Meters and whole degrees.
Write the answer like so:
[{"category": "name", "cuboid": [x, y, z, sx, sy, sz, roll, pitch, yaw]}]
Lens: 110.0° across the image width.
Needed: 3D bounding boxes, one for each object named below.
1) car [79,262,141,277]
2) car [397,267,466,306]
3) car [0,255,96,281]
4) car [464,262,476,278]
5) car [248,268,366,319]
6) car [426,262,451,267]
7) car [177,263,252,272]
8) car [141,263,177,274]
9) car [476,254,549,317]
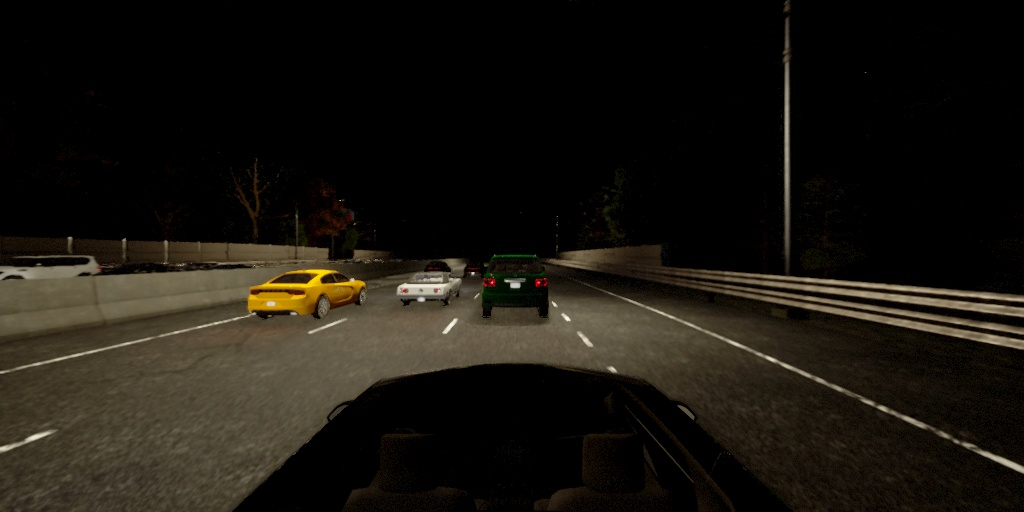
[{"category": "car", "cuboid": [-24.598, 1.253, 23.702, 1.837, 1.490, 4.892, 0, 0, 0]}, {"category": "car", "cuboid": [-3.403, 1.347, 15.683, 1.895, 1.301, 4.718, 0, 0, 0]}, {"category": "car", "cuboid": [-28.099, 0.969, 21.234, 2.150, 2.045, 5.566, 0, 0, 0]}, {"category": "car", "cuboid": [-3.404, 1.256, 33.663, 1.837, 1.490, 4.892, 0, 0, 0]}, {"category": "car", "cuboid": [-6.899, 1.224, 12.745, 1.882, 1.535, 5.008, 0, 0, 0]}, {"category": "car", "cuboid": [-6.904, 1.256, 33.658, 1.837, 1.490, 4.892, 0, 0, 0]}, {"category": "car", "cuboid": [-17.605, 1.273, 22.273, 1.812, 1.442, 4.674, 0, 0, 0]}, {"category": "car", "cuboid": [-21.099, 1.239, 24.021, 2.128, 1.511, 4.902, 0, 0, 0]}, {"category": "car", "cuboid": [0.099, 0.968, 13.297, 2.150, 2.045, 5.566, 0, 0, 0]}]
